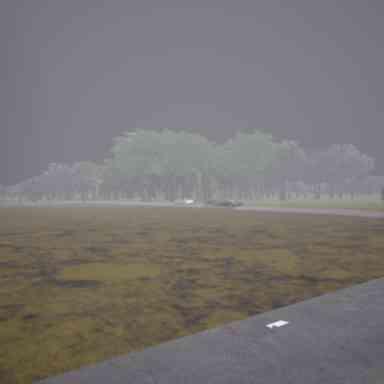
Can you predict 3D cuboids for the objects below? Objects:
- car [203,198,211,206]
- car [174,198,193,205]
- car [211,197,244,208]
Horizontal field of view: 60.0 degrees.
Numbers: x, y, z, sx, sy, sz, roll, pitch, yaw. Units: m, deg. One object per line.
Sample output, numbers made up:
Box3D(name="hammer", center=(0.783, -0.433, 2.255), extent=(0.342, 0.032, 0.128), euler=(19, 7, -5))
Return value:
Box3D(name="car", center=(4.026, 1.754, 60.896), extent=(2.128, 1.511, 4.902), euler=(-2, 0, -35))
Box3D(name="car", center=(-1.860, 1.971, 69.045), extent=(1.895, 1.301, 4.718), euler=(-2, 0, -36))
Box3D(name="car", center=(5.869, 1.814, 53.356), extent=(2.033, 1.411, 5.357), euler=(-2, 1, -35))
